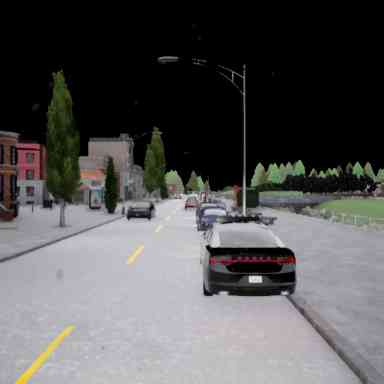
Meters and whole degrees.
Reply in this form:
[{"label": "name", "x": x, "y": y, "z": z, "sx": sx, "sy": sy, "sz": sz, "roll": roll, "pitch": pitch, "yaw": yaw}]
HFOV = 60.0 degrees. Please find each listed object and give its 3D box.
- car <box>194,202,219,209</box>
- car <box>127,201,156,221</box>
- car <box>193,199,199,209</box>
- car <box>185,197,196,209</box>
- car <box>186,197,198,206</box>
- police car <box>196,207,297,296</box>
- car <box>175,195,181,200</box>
[{"label": "car", "x": 1.202, "y": 1.525, "z": 18.660, "sx": 1.812, "sy": 1.442, "sz": 4.674, "roll": 0, "pitch": 0, "yaw": 0}, {"label": "car", "x": -4.099, "y": 1.477, "z": 27.441, "sx": 1.882, "sy": 1.535, "sz": 5.008, "roll": 0, "pitch": 0, "yaw": 0}, {"label": "car", "x": 1.201, "y": 1.504, "z": 24.660, "sx": 1.837, "sy": 1.490, "sz": 4.892, "roll": 0, "pitch": 0, "yaw": 0}, {"label": "car", "x": 0.033, "y": 1.563, "z": 44.569, "sx": 1.994, "sy": 1.385, "sz": 4.181, "roll": 0, "pitch": 0, "yaw": 0}, {"label": "car", "x": 0.004, "y": 1.546, "z": 56.870, "sx": 2.033, "sy": 1.411, "sz": 5.357, "roll": 0, "pitch": 0, "yaw": 0}, {"label": "police car", "x": 1.183, "y": 1.424, "z": 8.773, "sx": 1.930, "sy": 1.638, "sz": 5.238, "roll": 0, "pitch": 0, "yaw": 0}, {"label": "car", "x": -3.993, "y": 1.489, "z": 95.218, "sx": 2.128, "sy": 1.511, "sz": 4.902, "roll": 0, "pitch": 0, "yaw": 0}]
